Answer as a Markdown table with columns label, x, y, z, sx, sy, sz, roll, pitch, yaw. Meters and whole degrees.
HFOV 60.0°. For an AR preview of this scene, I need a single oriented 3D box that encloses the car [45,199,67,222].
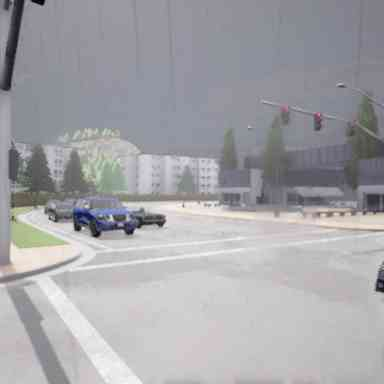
| label | x | y | z | sx | sy | sz | roll | pitch | yaw |
| --- | --- | --- | --- | --- | --- | --- | --- | --- | --- |
| car | -10.538 | 1.595 | 27.224 | 1.837 | 1.490 | 4.892 | 0 | 0 | -31 |

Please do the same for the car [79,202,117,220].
| label | x | y | z | sx | sy | sz | roll | pitch | yaw |
| --- | --- | --- | --- | --- | --- | --- | --- | --- | --- |
| car | -8.870 | 1.666 | 30.956 | 2.033 | 1.411 | 5.357 | 0 | 0 | -31 |

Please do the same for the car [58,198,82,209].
| label | x | y | z | sx | sy | sz | roll | pitch | yaw |
| --- | --- | --- | --- | --- | --- | --- | --- | --- | --- |
| car | -17.866 | 1.661 | 48.943 | 2.128 | 1.511 | 4.902 | 0 | 0 | -5 |

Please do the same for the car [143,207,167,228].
| label | x | y | z | sx | sy | sz | roll | pitch | yaw |
| --- | --- | --- | --- | --- | --- | --- | --- | --- | --- |
| car | -3.612 | 1.703 | 22.871 | 1.895 | 1.301 | 4.718 | 0 | 0 | -34 |

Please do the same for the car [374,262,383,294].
| label | x | y | z | sx | sy | sz | roll | pitch | yaw |
| --- | --- | --- | --- | --- | --- | --- | --- | --- | --- |
| car | 5.958 | 1.633 | 7.339 | 4.181 | 1.385 | 1.994 | 0 | 0 | -32 |

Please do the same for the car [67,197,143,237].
| label | x | y | z | sx | sy | sz | roll | pitch | yaw |
| --- | --- | --- | --- | --- | --- | --- | --- | --- | --- |
| car | -5.128 | 1.295 | 18.909 | 2.150 | 2.045 | 5.566 | 0 | 0 | -35 |

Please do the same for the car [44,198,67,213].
| label | x | y | z | sx | sy | sz | roll | pitch | yaw |
| --- | --- | --- | --- | --- | --- | --- | --- | --- | --- |
| car | -15.082 | 1.609 | 36.547 | 2.128 | 1.511 | 4.902 | 0 | 0 | -19 |

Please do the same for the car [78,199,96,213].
| label | x | y | z | sx | sy | sz | roll | pitch | yaw |
| --- | --- | --- | --- | --- | --- | --- | --- | --- | --- |
| car | -12.867 | 1.655 | 41.038 | 1.837 | 1.490 | 4.892 | 0 | 0 | -14 |
